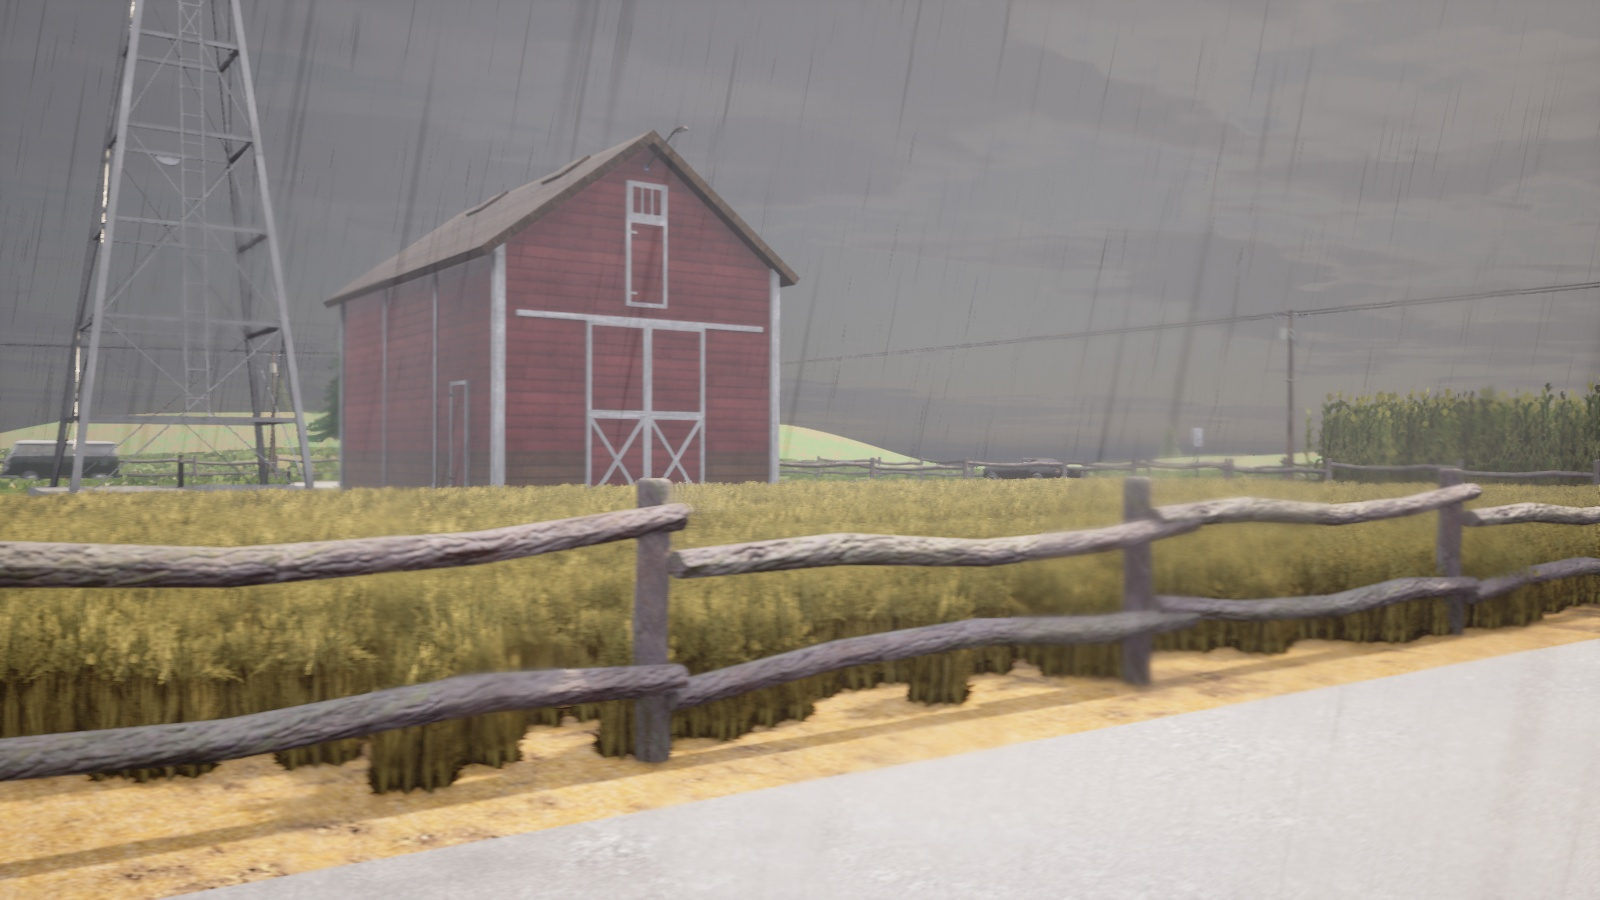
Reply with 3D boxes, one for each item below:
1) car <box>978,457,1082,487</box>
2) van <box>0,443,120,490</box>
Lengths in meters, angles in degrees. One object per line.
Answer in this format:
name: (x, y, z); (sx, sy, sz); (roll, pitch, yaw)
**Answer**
car: (10.460, 0.964, 57.494); (1.895, 1.301, 4.718); (0, 0, -35)
van: (-32.110, 0.699, 54.631); (4.442, 1.987, 1.775); (0, 0, -29)
